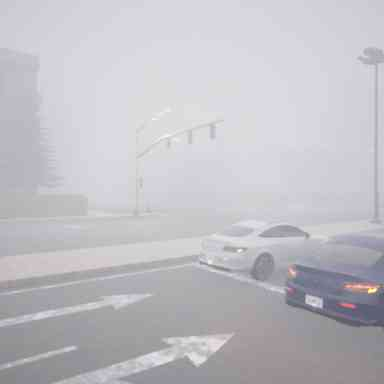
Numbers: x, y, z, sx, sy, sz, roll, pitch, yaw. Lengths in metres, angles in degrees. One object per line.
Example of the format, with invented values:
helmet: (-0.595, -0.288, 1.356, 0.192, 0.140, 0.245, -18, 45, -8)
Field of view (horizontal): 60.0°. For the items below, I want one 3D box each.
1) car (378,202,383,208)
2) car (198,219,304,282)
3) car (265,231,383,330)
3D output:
car: (28.836, 1.676, 48.058, 4.718, 1.301, 1.895, 0, 0, -35)
car: (2.323, 1.538, 9.827, 4.674, 1.442, 1.812, 0, 0, -36)
car: (3.758, 1.536, 6.536, 4.674, 1.442, 1.812, 0, 0, -36)
